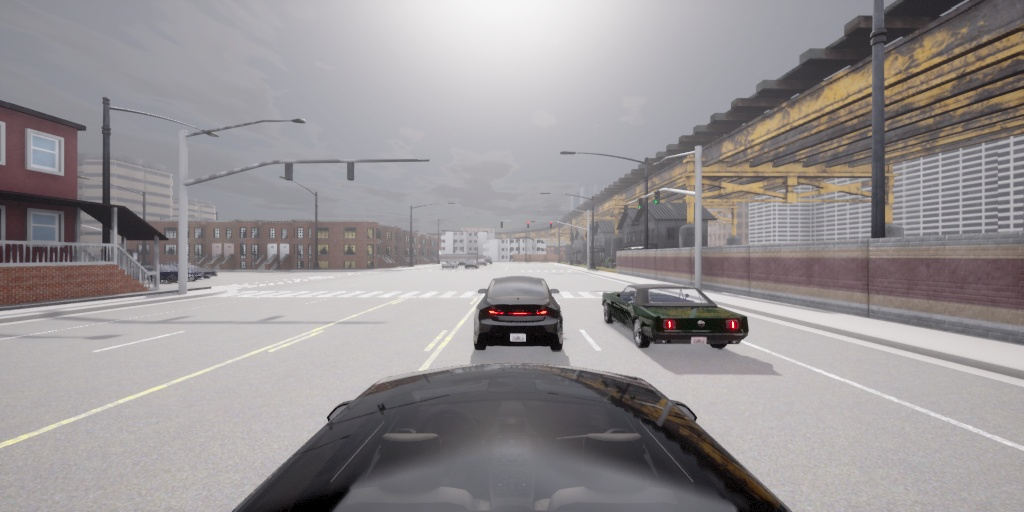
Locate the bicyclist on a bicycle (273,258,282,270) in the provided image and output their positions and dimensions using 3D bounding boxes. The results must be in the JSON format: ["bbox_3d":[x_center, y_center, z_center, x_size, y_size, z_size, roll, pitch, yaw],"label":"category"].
[{"bbox_3d":[-30.543,1.050,46.686,0.582,1.620,1.656,0,0,1],"label":"bicyclist on a bicycle"}]

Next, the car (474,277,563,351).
[{"bbox_3d":[0.161,1.255,9.015,1.837,1.490,4.892,0,0,1],"label":"car"}]

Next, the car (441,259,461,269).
[{"bbox_3d":[-9.814,1.351,56.664,1.895,1.301,4.718,0,0,2],"label":"car"}]

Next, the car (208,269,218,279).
[{"bbox_3d":[-27.994,1.297,30.164,5.357,1.411,2.033,0,0,1],"label":"car"}]

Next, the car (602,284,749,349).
[{"bbox_3d":[3.667,1.351,9.155,1.895,1.301,4.718,0,0,1],"label":"car"}]

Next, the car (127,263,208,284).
[{"bbox_3d":[-25.925,1.351,26.634,4.718,1.301,1.895,0,0,1],"label":"car"}]

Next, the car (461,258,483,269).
[{"bbox_3d":[-6.307,1.297,56.936,2.033,1.411,5.357,0,0,1],"label":"car"}]
